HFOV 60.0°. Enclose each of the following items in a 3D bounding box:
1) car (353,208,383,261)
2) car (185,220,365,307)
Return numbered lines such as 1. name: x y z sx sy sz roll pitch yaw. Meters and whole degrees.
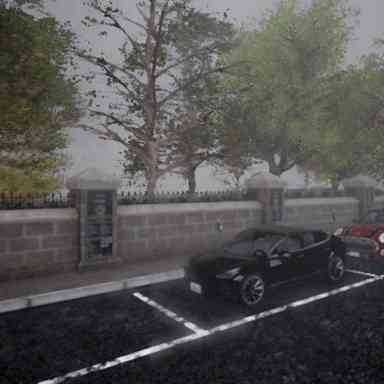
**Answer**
1. car: 6.425 1.272 10.918 4.097 1.590 1.967 -1 1 -35
2. car: 1.867 1.478 7.775 4.313 1.339 1.947 -1 1 -35
